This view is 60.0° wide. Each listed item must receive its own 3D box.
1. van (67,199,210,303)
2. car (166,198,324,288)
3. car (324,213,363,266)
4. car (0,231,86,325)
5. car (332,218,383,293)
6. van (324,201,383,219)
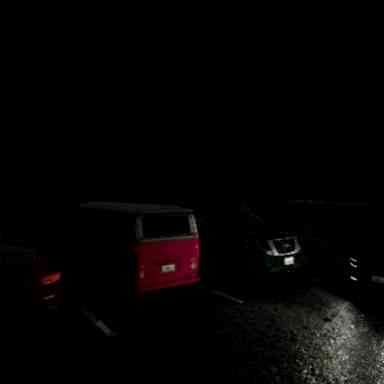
[{"bbox_3d":[-1.725,1.248,8.358,1.878,1.987,4.442,0,0,-35],"label":"van"},{"bbox_3d":[0.620,1.226,9.852,2.435,2.045,5.566,0,0,-35],"label":"car"},{"bbox_3d":[2.859,1.539,11.448,2.163,1.488,4.792,1,0,-35],"label":"car"},{"bbox_3d":[-3.916,1.511,6.649,2.002,1.452,4.674,0,0,-35],"label":"car"},{"bbox_3d":[5.758,1.520,8.099,5.008,1.535,1.882,1,-1,-35],"label":"car"},{"bbox_3d":[5.042,1.332,13.184,1.878,1.987,4.442,1,-1,-35],"label":"van"}]
